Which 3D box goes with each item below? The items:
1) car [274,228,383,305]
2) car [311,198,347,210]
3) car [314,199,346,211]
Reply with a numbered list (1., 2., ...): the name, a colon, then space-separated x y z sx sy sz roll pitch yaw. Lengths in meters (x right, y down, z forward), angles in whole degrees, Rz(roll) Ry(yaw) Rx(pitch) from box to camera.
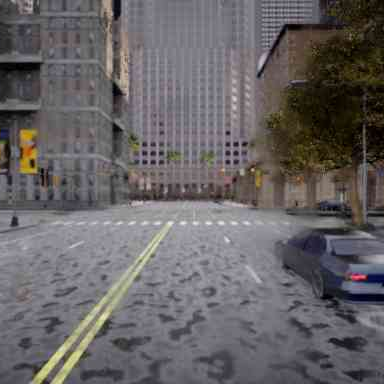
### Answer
1. car: 3.602 1.629 8.498 2.033 1.411 5.357 0 -1 0
2. car: 20.706 1.833 50.466 4.553 1.767 2.097 0 -1 0
3. car: 19.212 1.800 46.978 4.553 1.767 2.097 0 -1 0
